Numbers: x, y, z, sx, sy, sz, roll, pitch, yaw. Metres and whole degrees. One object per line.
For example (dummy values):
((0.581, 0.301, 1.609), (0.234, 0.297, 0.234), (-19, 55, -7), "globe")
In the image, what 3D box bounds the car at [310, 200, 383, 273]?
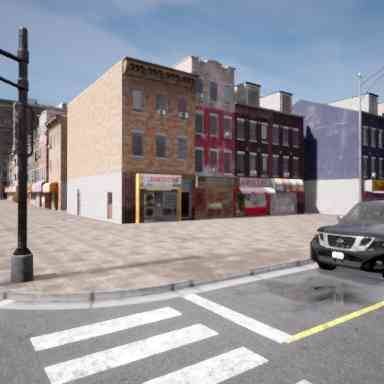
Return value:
((5.960, 1.265, 10.022), (5.566, 2.045, 2.150), (0, -1, -35), "car")

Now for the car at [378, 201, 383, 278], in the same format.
((6.361, 1.242, 6.819), (5.566, 2.045, 2.150), (0, 0, -35), "car")
